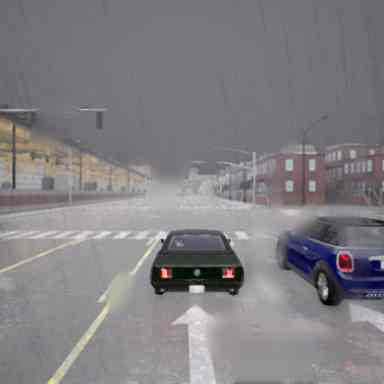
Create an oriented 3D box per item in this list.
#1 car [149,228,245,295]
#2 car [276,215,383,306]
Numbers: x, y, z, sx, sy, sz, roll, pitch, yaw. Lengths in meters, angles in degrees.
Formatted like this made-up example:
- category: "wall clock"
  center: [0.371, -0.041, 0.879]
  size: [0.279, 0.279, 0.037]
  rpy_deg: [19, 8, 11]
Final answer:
- category: "car"
  center: [0.101, 1.602, 8.683]
  size: [1.895, 1.301, 4.718]
  rpy_deg: [0, 0, 0]
- category: "car"
  center: [3.600, 1.353, 8.225]
  size: [2.097, 1.767, 4.553]
  rpy_deg: [0, 0, -1]
